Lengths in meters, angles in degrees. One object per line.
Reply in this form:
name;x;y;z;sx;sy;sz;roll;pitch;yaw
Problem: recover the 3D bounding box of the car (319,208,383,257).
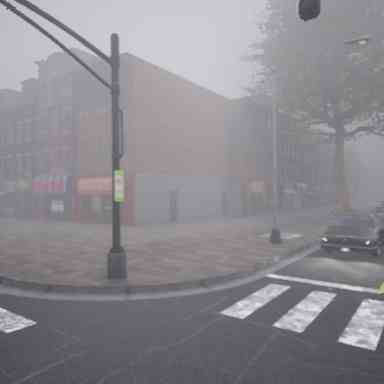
car;6.783;1.591;13.536;2.033;1.411;5.357;-1;0;36
